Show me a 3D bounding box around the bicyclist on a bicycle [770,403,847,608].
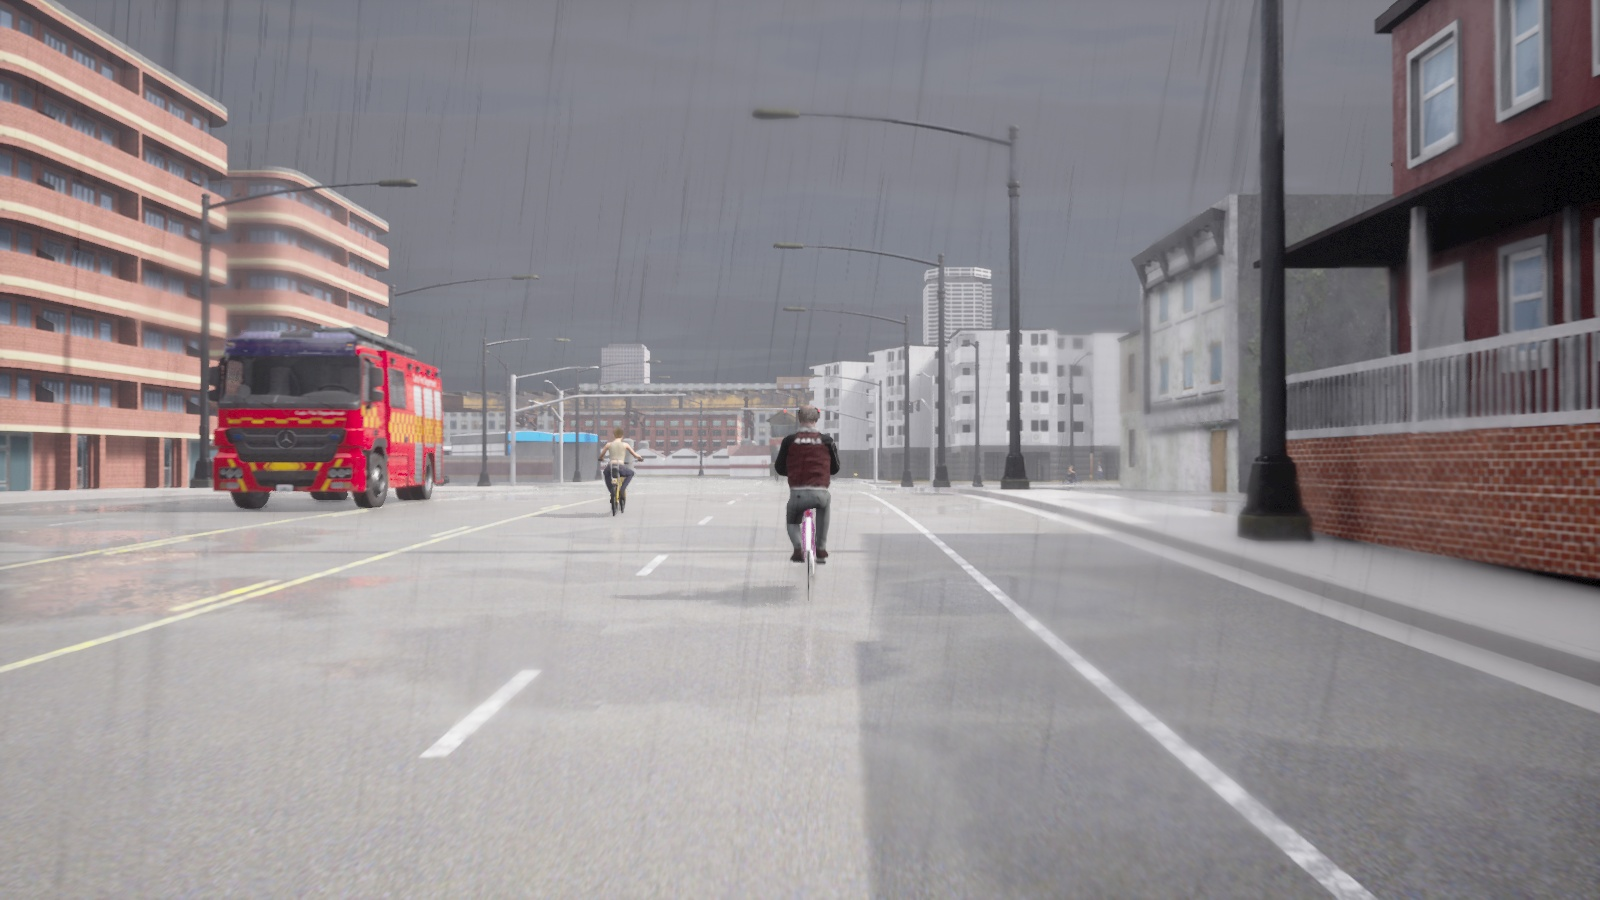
[{"bbox_3d":[0.080,0.463,11.820,0.659,1.776,1.843,0,1,0],"label":"bicyclist on a bicycle"}]

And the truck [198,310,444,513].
[{"bbox_3d":[-10.297,-0.705,28.097,2.891,3.827,8.468,0,0,-5],"label":"truck"}]

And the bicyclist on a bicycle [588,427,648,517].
[{"bbox_3d":[-3.349,0.394,23.237,0.866,1.612,1.509,0,0,1],"label":"bicyclist on a bicycle"}]
